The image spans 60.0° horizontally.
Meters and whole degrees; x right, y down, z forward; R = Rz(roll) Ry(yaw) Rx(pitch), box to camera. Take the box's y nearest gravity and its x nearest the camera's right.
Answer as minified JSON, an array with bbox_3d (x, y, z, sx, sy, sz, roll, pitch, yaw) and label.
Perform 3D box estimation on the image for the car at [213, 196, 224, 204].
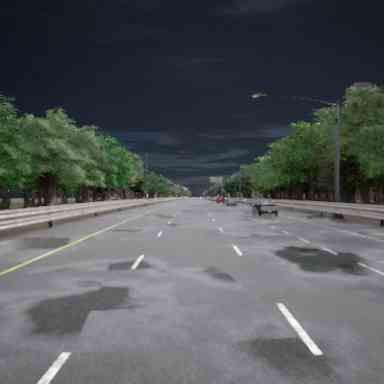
[{"bbox_3d":[7.406,1.965,87.127,2.150,2.045,5.566,0,-1,1],"label":"car"}]

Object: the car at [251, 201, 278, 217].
[{"bbox_3d":[7.055,1.587,32.528,2.128,1.511,4.902,0,0,0],"label":"car"}]

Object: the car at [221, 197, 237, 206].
[{"bbox_3d":[7.205,1.959,62.089,2.033,1.411,5.357,0,-1,0],"label":"car"}]
